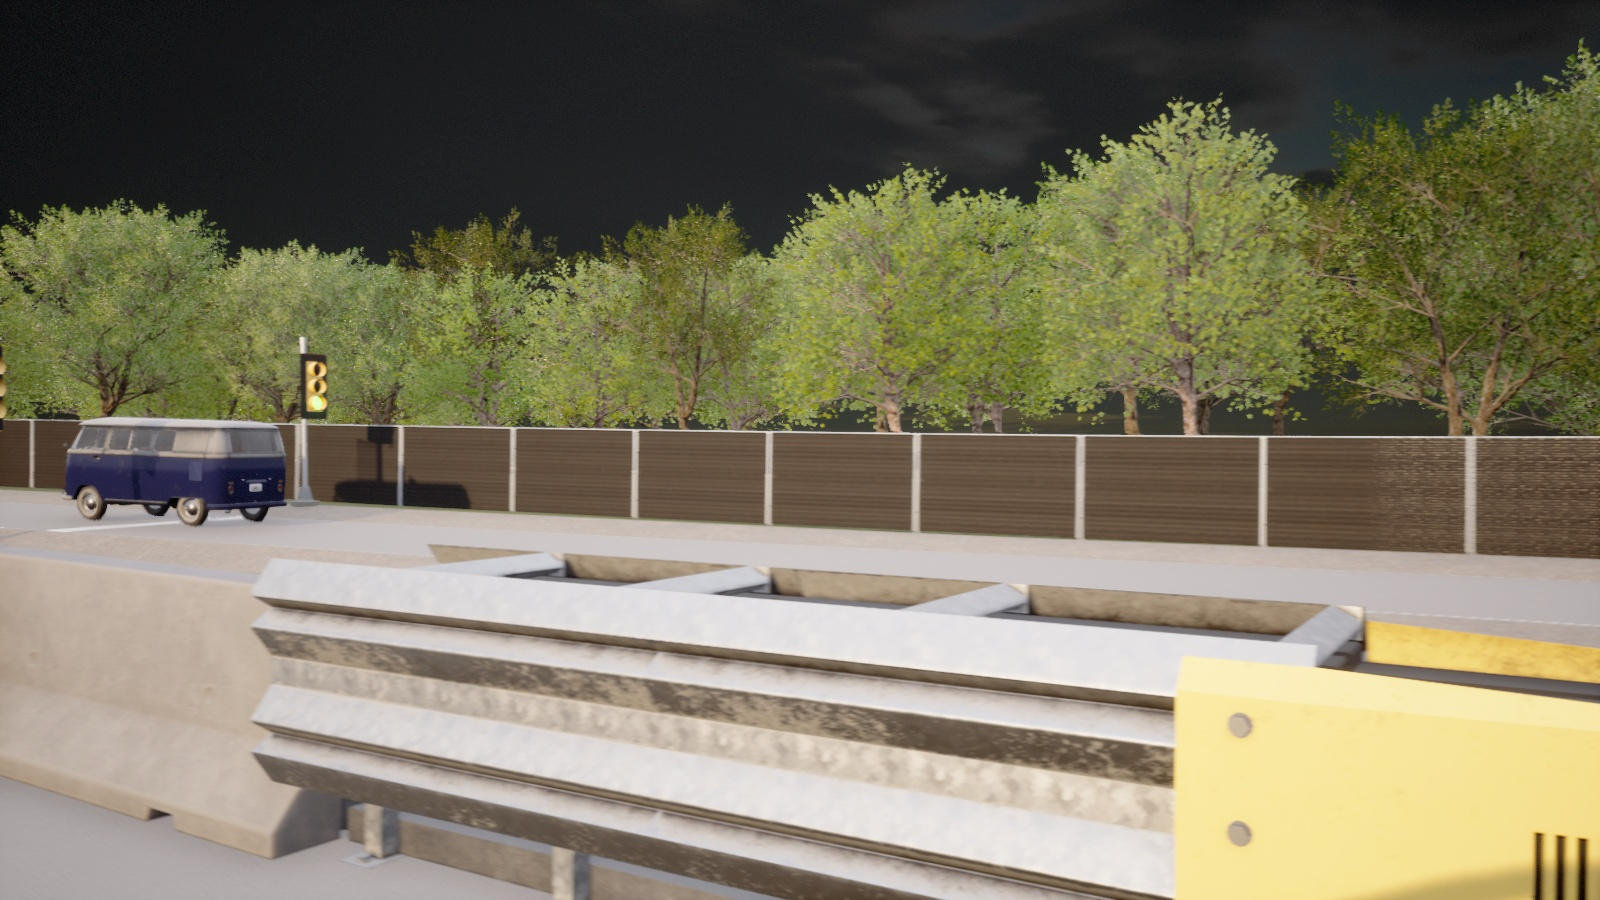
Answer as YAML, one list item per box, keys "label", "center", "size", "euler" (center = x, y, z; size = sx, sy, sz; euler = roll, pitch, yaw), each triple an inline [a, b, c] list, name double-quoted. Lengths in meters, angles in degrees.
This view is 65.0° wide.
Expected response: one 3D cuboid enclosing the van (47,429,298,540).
- label: "van"
  center: [-12.038, 0.597, 24.101]
  size: [4.442, 1.987, 1.775]
  euler: [0, 1, 21]
